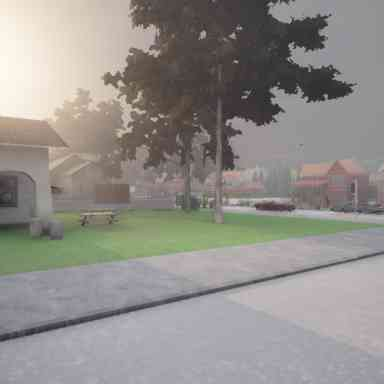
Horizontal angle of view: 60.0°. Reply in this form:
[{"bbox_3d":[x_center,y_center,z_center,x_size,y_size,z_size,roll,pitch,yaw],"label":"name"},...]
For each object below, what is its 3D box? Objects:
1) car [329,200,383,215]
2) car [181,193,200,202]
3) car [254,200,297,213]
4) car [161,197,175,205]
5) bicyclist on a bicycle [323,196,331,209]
[{"bbox_3d":[16.952,1.547,33.998,2.033,1.411,5.357,0,0,-37],"label":"car"},{"bbox_3d":[-0.921,1.221,58.629,2.150,2.045,5.566,0,0,-35],"label":"car"},{"bbox_3d":[9.321,1.601,37.275,1.895,1.301,4.718,0,0,-36],"label":"car"},{"bbox_3d":[-4.476,1.565,56.570,1.994,1.385,4.181,0,0,-35],"label":"car"},{"bbox_3d":[16.758,1.349,41.316,1.656,1.620,0.582,0,0,-36],"label":"bicyclist on a bicycle"}]
